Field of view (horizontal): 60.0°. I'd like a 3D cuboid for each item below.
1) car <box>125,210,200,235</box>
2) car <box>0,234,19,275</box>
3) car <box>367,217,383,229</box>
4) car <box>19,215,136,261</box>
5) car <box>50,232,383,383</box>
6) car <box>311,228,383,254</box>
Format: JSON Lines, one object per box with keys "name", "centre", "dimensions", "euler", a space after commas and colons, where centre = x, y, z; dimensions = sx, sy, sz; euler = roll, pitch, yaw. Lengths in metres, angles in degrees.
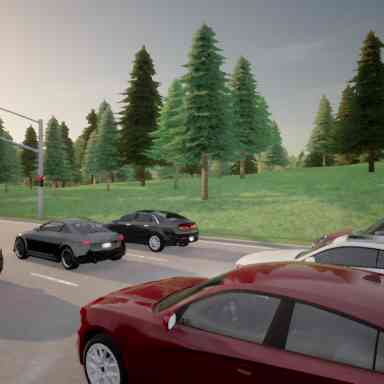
{"name": "car", "centre": [-1.984, 1.505, 13.890], "dimensions": [4.892, 1.490, 1.837], "euler": [0, 0, 36]}
{"name": "car", "centre": [-6.628, 1.526, 8.615], "dimensions": [4.674, 1.442, 1.812], "euler": [0, 0, 36]}
{"name": "car", "centre": [5.491, 1.352, 8.671], "dimensions": [4.553, 1.767, 2.097], "euler": [0, 0, 36]}
{"name": "car", "centre": [-4.163, 1.564, 11.143], "dimensions": [4.181, 1.385, 1.994], "euler": [0, 0, 36]}
{"name": "car", "centre": [0.888, 1.478, 3.357], "dimensions": [5.008, 1.535, 1.882], "euler": [0, 0, 36]}
{"name": "car", "centre": [3.013, 1.526, 6.138], "dimensions": [4.674, 1.442, 1.812], "euler": [0, 0, 35]}
